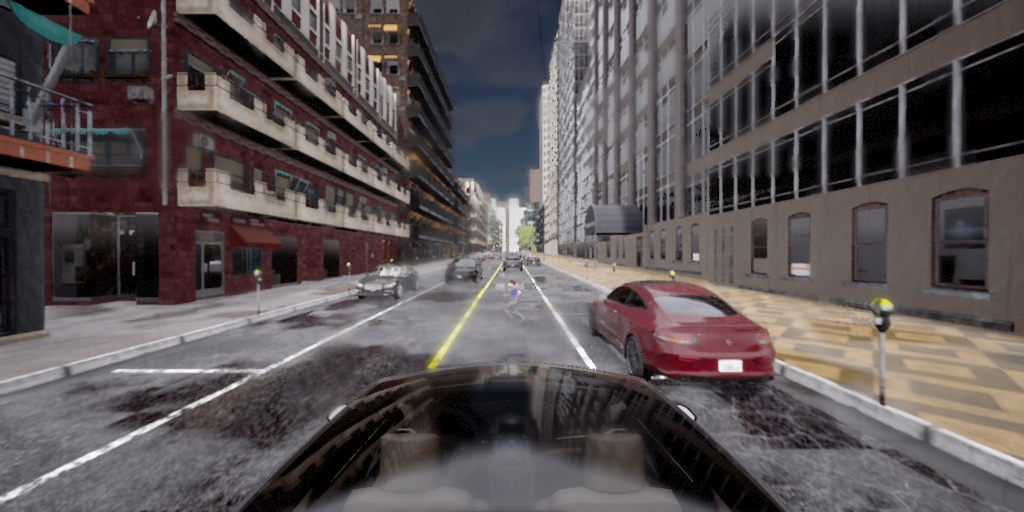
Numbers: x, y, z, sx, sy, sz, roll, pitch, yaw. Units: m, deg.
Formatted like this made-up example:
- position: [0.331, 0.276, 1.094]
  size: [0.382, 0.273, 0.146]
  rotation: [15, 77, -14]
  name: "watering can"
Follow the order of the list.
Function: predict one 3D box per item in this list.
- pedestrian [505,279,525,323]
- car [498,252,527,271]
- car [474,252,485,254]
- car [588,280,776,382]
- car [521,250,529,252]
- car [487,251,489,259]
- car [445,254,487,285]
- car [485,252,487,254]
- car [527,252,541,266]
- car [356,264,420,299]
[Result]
- position: [0.078, 1.168, 9.660]
  size: [0.375, 1.300, 0.375]
  rotation: [1, 0, 0]
  name: "pedestrian"
- position: [0.086, 0.604, 34.141]
  size: [2.128, 1.511, 4.902]
  rotation: [0, 1, 0]
  name: "car"
- position: [-5.314, 0.375, 49.720]
  size: [1.948, 1.339, 4.313]
  rotation: [0, 0, 0]
  name: "car"
- position: [2.750, 1.176, 6.814]
  size: [1.812, 1.442, 4.674]
  rotation: [0, 1, 0]
  name: "car"
- position: [2.566, 0.142, 60.841]
  size: [2.007, 1.370, 4.403]
  rotation: [0, 0, 0]
  name: "car"
- position: [-5.314, 0.170, 61.011]
  size: [1.802, 1.307, 4.207]
  rotation: [0, 0, 0]
  name: "car"
- position: [-2.848, 0.829, 22.020]
  size: [1.882, 1.535, 5.008]
  rotation: [0, 1, 0]
  name: "car"
- position: [-5.314, 0.138, 55.365]
  size: [1.967, 1.591, 4.097]
  rotation: [0, 0, 0]
  name: "car"
- position: [2.566, 0.474, 43.888]
  size: [2.007, 1.370, 4.403]
  rotation: [0, 0, 0]
  name: "car"
- position: [-5.315, 1.023, 15.848]
  size: [2.007, 1.370, 4.403]
  rotation: [0, 0, 0]
  name: "car"
